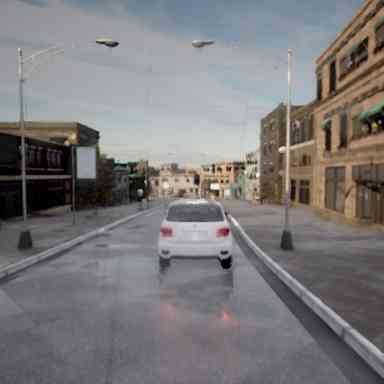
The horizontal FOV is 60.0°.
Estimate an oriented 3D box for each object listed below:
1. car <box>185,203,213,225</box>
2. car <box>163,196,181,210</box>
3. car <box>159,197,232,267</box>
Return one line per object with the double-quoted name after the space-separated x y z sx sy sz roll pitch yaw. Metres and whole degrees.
0.640 1.649 26.602 2.033 1.411 5.357 0 0 2 "car"
-2.682 1.522 45.858 2.097 1.767 4.553 0 0 1 "car"
0.142 1.267 11.694 2.150 2.045 5.566 0 0 1 "car"
